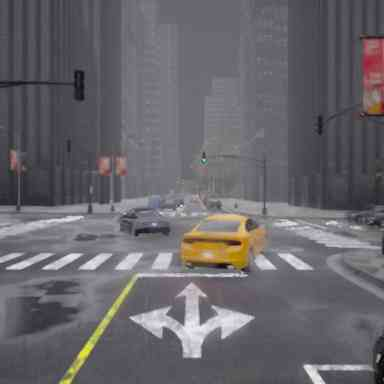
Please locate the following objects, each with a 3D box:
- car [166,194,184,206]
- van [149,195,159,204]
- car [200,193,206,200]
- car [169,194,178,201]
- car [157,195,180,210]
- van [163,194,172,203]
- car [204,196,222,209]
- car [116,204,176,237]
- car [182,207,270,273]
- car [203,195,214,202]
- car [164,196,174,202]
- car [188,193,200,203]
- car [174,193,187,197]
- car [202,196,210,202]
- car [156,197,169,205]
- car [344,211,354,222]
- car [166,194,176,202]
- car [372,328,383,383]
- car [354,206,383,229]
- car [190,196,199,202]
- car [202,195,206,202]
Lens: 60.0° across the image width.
[{"bbox_3d":[-2.766,1.544,51.259,2.128,1.511,4.902,0,0,1],"label":"car"},{"bbox_3d":[-5.501,1.392,49.611,1.690,1.788,3.998,0,0,1],"label":"van"},{"bbox_3d":[3.129,1.378,60.557,2.192,1.841,5.009,0,0,1],"label":"car"},{"bbox_3d":[-5.082,1.420,93.710,2.192,1.841,5.009,0,0,1],"label":"car"},{"bbox_3d":[-2.883,1.519,41.684,1.882,1.535,5.008,0,0,1],"label":"car"},{"bbox_3d":[-5.291,1.418,71.660,1.690,1.788,3.998,0,0,1],"label":"van"},{"bbox_3d":[2.971,1.595,44.019,2.008,1.369,4.403,0,0,1],"label":"car"},{"bbox_3d":[-2.789,1.584,18.354,1.994,1.385,4.181,0,0,-27],"label":"car"},{"bbox_3d":[1.278,1.487,10.925,1.882,1.535,5.008,-1,0,20],"label":"car"},{"bbox_3d":[3.025,1.576,49.701,1.752,1.417,4.829,0,0,1],"label":"car"},{"bbox_3d":[-5.239,1.629,77.172,1.887,1.381,4.507,0,0,1],"label":"car"},{"bbox_3d":[0.470,1.555,71.621,1.882,1.535,5.008,0,0,1],"label":"car"},{"bbox_3d":[-2.623,1.287,61.856,2.150,2.045,5.566,0,0,1],"label":"car"},{"bbox_3d":[3.287,1.609,77.266,1.752,1.417,4.829,0,0,1],"label":"car"},{"bbox_3d":[-5.396,1.629,60.635,1.947,1.339,4.313,0,0,1],"label":"car"},{"bbox_3d":[14.919,1.859,27.210,4.674,1.442,1.812,1,0,2],"label":"car"},{"bbox_3d":[-5.187,1.406,82.685,2.192,1.841,5.009,0,0,1],"label":"car"},{"bbox_3d":[2.764,1.553,1.836,2.008,1.369,4.403,0,0,0],"label":"car"},{"bbox_3d":[14.767,1.827,23.950,4.892,1.490,1.837,1,0,1],"label":"car"},{"bbox_3d":[0.568,1.630,81.962,2.033,1.411,5.357,0,0,1],"label":"car"},{"bbox_3d":[3.076,1.607,55.044,2.008,1.369,4.403,0,0,1],"label":"car"}]
